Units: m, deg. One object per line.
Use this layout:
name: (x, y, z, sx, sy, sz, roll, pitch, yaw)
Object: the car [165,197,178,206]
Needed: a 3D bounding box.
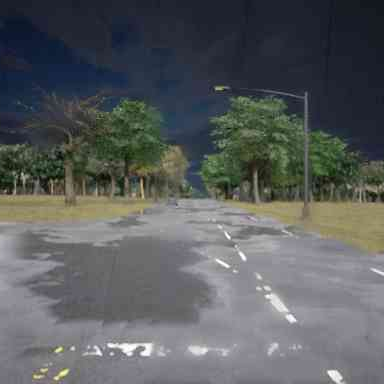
car: (-3.452, 1.688, 57.047, 1.837, 1.490, 4.892, 0, 0, 0)
